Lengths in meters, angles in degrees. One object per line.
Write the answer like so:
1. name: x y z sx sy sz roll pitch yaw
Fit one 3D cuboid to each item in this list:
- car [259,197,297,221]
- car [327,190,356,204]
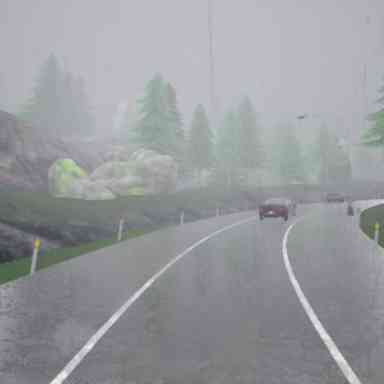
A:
1. car: 6.192 1.117 23.676 1.882 1.535 5.008 -2 0 27
2. car: 17.372 0.557 38.593 4.902 1.511 2.128 -2 -2 -44
